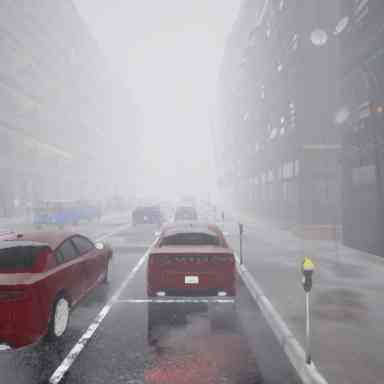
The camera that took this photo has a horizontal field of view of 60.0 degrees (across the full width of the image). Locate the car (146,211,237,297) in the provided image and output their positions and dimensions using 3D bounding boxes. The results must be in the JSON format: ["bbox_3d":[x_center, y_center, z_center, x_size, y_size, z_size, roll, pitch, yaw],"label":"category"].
[{"bbox_3d":[-0.006,1.482,8.653,1.882,1.535,5.008,0,0,0],"label":"car"}]

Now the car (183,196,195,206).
[{"bbox_3d":[-0.475,1.553,59.411,1.967,1.590,4.097,1,0,0],"label":"car"}]

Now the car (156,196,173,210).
[{"bbox_3d":[-3.023,1.583,40.382,1.812,1.442,4.674,0,0,0],"label":"car"}]

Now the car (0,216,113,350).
[{"bbox_3d":[-2.921,1.481,6.482,1.882,1.535,5.008,0,0,0],"label":"car"}]

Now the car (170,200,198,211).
[{"bbox_3d":[-0.439,1.571,26.224,1.887,1.381,4.507,1,0,0],"label":"car"}]

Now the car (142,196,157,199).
[{"bbox_3d":[-5.775,1.644,46.795,1.812,1.442,4.674,0,0,0],"label":"car"}]

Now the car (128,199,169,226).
[{"bbox_3d":[-2.922,1.499,23.313,1.882,1.535,5.008,0,0,0],"label":"car"}]

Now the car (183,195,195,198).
[{"bbox_3d":[-0.430,1.490,37.286,1.967,1.590,4.097,1,0,0],"label":"car"}]

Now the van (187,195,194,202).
[{"bbox_3d":[-0.476,1.575,87.068,1.690,1.788,3.998,1,0,0],"label":"van"}]

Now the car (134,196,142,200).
[{"bbox_3d":[-8.315,1.379,42.875,2.192,1.841,5.009,1,0,0],"label":"car"}]

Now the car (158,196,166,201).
[{"bbox_3d":[-8.329,1.846,92.652,1.802,1.307,4.206,1,0,0],"label":"car"}]

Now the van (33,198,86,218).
[{"bbox_3d":[-8.313,1.359,20.753,1.690,1.788,3.998,2,0,0],"label":"van"}]

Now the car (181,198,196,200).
[{"bbox_3d":[-0.439,1.582,31.754,1.887,1.381,4.507,1,0,0],"label":"car"}]

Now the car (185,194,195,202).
[{"bbox_3d":[-0.475,1.521,81.536,2.192,1.841,5.009,1,0,0],"label":"car"}]

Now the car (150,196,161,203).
[{"bbox_3d":[-8.326,1.724,76.058,1.887,1.381,4.507,1,0,0],"label":"car"}]

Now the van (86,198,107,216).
[{"bbox_3d":[-8.314,1.368,26.285,1.690,1.788,3.998,1,0,0],"label":"van"}]

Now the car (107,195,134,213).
[{"bbox_3d":[-8.315,1.365,37.346,2.192,1.841,5.009,1,0,0],"label":"car"}]
